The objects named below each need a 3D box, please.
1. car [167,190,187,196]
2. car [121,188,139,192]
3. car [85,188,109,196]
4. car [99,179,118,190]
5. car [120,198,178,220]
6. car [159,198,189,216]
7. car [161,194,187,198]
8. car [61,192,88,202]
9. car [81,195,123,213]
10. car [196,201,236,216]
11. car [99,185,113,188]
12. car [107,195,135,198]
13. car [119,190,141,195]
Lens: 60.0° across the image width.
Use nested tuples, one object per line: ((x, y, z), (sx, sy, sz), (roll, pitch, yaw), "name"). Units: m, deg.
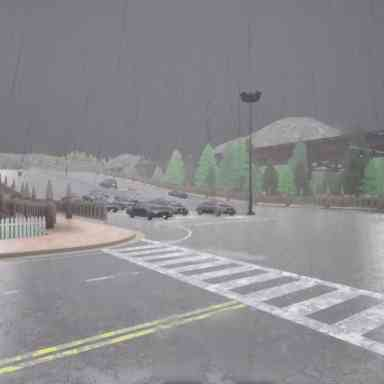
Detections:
((-2.804, 0.420, 62.146), (1.837, 1.490, 4.892), (0, 6, -37), "car")
((-11.465, -0.063, 62.020), (1.895, 1.301, 4.718), (0, 7, -37), "car")
((-14.190, 0.635, 47.859), (2.097, 1.767, 4.553), (0, 4, -37), "car")
((-17.587, -1.706, 70.043), (2.150, 2.045, 5.566), (0, 7, -37), "car")
((-3.781, 1.543, 28.292), (2.033, 1.411, 5.357), (0, 0, -37), "car")
((-2.152, 1.555, 31.937), (1.994, 1.385, 4.181), (0, 0, -37), "car")
((-3.155, 1.424, 39.046), (1.882, 1.535, 5.008), (0, 1, -37), "car")
((-16.050, 0.904, 44.504), (1.837, 1.490, 4.892), (0, 4, -37), "car")
((-9.858, 1.451, 36.298), (2.033, 1.411, 5.357), (0, 2, -37), "car")
((2.266, 1.558, 31.909), (1.994, 1.385, 4.181), (0, 0, -37), "car")
((-15.404, 0.170, 55.381), (1.837, 1.490, 4.892), (0, 6, -37), "car")
((-8.159, 1.412, 39.854), (1.994, 1.385, 4.181), (0, 2, -37), "car")
((-9.273, 1.008, 47.148), (1.882, 1.535, 5.008), (0, 4, -37), "car")
